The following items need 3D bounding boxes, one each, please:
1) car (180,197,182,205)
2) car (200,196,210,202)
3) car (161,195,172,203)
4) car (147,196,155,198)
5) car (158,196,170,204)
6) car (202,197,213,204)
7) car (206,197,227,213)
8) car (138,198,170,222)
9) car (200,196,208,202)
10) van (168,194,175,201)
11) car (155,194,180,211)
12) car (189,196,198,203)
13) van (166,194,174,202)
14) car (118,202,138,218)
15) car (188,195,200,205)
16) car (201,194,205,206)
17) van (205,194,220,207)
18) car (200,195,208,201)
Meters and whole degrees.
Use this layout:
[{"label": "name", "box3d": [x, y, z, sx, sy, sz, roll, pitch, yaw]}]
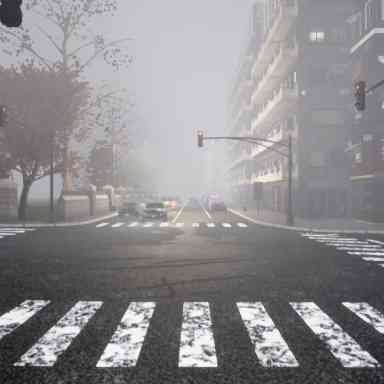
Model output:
[{"label": "car", "box3d": [-2.807, 1.559, 62.015, 1.837, 1.490, 4.892, 0, -1, 1]}, {"label": "car", "box3d": [2.968, 1.628, 75.873, 2.008, 1.369, 4.403, 0, 0, 0]}, {"label": "car", "box3d": [-5.432, 1.507, 70.273, 1.967, 1.590, 4.097, 0, 0, 0]}, {"label": "car", "box3d": [-5.535, 1.549, 41.953, 1.752, 1.417, 4.829, 0, 0, 0]}, {"label": "car", "box3d": [-5.453, 1.497, 64.644, 1.967, 1.590, 4.097, 0, 0, 0]}, {"label": "car", "box3d": [2.927, 1.602, 64.612, 1.887, 1.381, 4.507, 0, 0, 0]}, {"label": "car", "box3d": [2.825, 1.563, 36.461, 1.887, 1.381, 4.507, 0, 0, 0]}, {"label": "car", "box3d": [-2.877, 1.515, 26.073, 1.837, 1.490, 4.892, 0, 0, -3]}, {"label": "car", "box3d": [2.988, 1.634, 81.503, 1.887, 1.381, 4.507, 0, 0, 0]}, {"label": "van", "box3d": [-5.371, 1.444, 87.163, 1.690, 1.788, 3.998, 0, 0, 0]}, {"label": "car", "box3d": [-2.949, 1.378, 41.135, 2.097, 1.767, 4.553, 0, 0, 0]}, {"label": "car", "box3d": [0.326, 1.594, 71.156, 1.812, 1.442, 4.674, 0, 0, 0]}, {"label": "van", "box3d": [-5.392, 1.431, 81.534, 1.690, 1.788, 3.998, 0, 0, 0]}, {"label": "car", "box3d": [-5.575, 1.579, 30.862, 1.947, 1.339, 4.313, 0, 0, 0]}, {"label": "car", "box3d": [0.326, 1.615, 61.172, 1.994, 1.385, 4.181, 0, 0, 0]}, {"label": "car", "box3d": [2.887, 1.479, 53.352, 1.967, 1.590, 4.097, 0, 0, 0]}, {"label": "van", "box3d": [2.846, 1.365, 42.092, 1.690, 1.788, 3.998, 0, 0, 0]}, {"label": "car", "box3d": [3.009, 1.543, 87.132, 1.967, 1.590, 4.097, 0, 0, 0]}]
